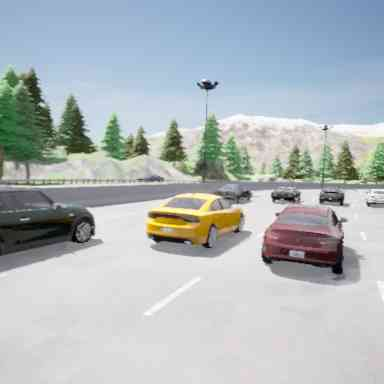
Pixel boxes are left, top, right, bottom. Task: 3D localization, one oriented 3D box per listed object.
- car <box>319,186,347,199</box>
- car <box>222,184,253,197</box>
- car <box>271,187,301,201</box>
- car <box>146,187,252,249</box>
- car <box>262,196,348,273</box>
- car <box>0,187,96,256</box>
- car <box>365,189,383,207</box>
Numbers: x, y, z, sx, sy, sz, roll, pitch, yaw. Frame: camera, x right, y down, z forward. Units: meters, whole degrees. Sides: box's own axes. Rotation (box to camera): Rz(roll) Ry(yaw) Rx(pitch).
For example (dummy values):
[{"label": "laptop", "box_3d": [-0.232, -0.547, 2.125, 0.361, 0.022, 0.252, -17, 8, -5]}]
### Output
[{"label": "car", "box_3d": [11.990, 0.253, 28.341, 2.128, 1.511, 4.902, 4, 4, 26]}, {"label": "car", "box_3d": [3.337, 0.100, 26.381, 2.033, 1.411, 5.357, 4, 4, 24]}, {"label": "car", "box_3d": [8.162, 0.210, 28.500, 1.895, 1.301, 4.718, 4, 4, 25]}, {"label": "car", "box_3d": [0.361, 0.799, 11.355, 1.882, 1.535, 5.008, 4, 4, 24]}, {"label": "car", "box_3d": [3.224, 1.078, 9.246, 1.812, 1.442, 4.674, 4, 4, 24]}, {"label": "car", "box_3d": [-4.634, 0.637, 8.784, 2.097, 1.767, 4.553, 4, 4, 24]}, {"label": "car", "box_3d": [15.489, 0.464, 27.543, 1.812, 1.442, 4.674, 4, 4, 26]}]
